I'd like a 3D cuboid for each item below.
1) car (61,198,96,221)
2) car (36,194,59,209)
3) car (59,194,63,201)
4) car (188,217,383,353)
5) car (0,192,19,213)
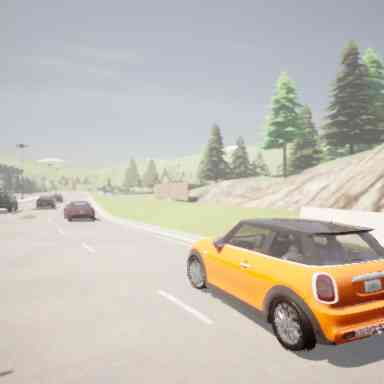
[{"bbox_3d":[-8.523,1.360,25.145,1.994,1.385,4.181,-1,1,-24],"label":"car"},{"bbox_3d":[-17.771,1.186,40.693,1.882,1.535,5.008,-1,0,-18],"label":"car"},{"bbox_3d":[-23.448,1.047,57.796,1.882,1.535,5.008,-1,1,-18],"label":"car"},{"bbox_3d":[1.585,1.263,6.426,2.097,1.767,4.553,-1,1,-24],"label":"car"},{"bbox_3d":[-19.196,1.016,33.839,2.150,2.045,5.566,-1,0,-20],"label":"car"}]
